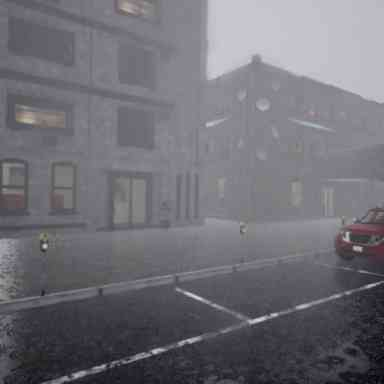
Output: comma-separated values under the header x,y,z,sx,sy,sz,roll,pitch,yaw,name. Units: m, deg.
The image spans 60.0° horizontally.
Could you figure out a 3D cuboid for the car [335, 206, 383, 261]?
x,y,z,sx,sy,sz,roll,pitch,yaw,name
7.115,1.441,11.625,5.009,1.841,2.192,1,0,-36,car
